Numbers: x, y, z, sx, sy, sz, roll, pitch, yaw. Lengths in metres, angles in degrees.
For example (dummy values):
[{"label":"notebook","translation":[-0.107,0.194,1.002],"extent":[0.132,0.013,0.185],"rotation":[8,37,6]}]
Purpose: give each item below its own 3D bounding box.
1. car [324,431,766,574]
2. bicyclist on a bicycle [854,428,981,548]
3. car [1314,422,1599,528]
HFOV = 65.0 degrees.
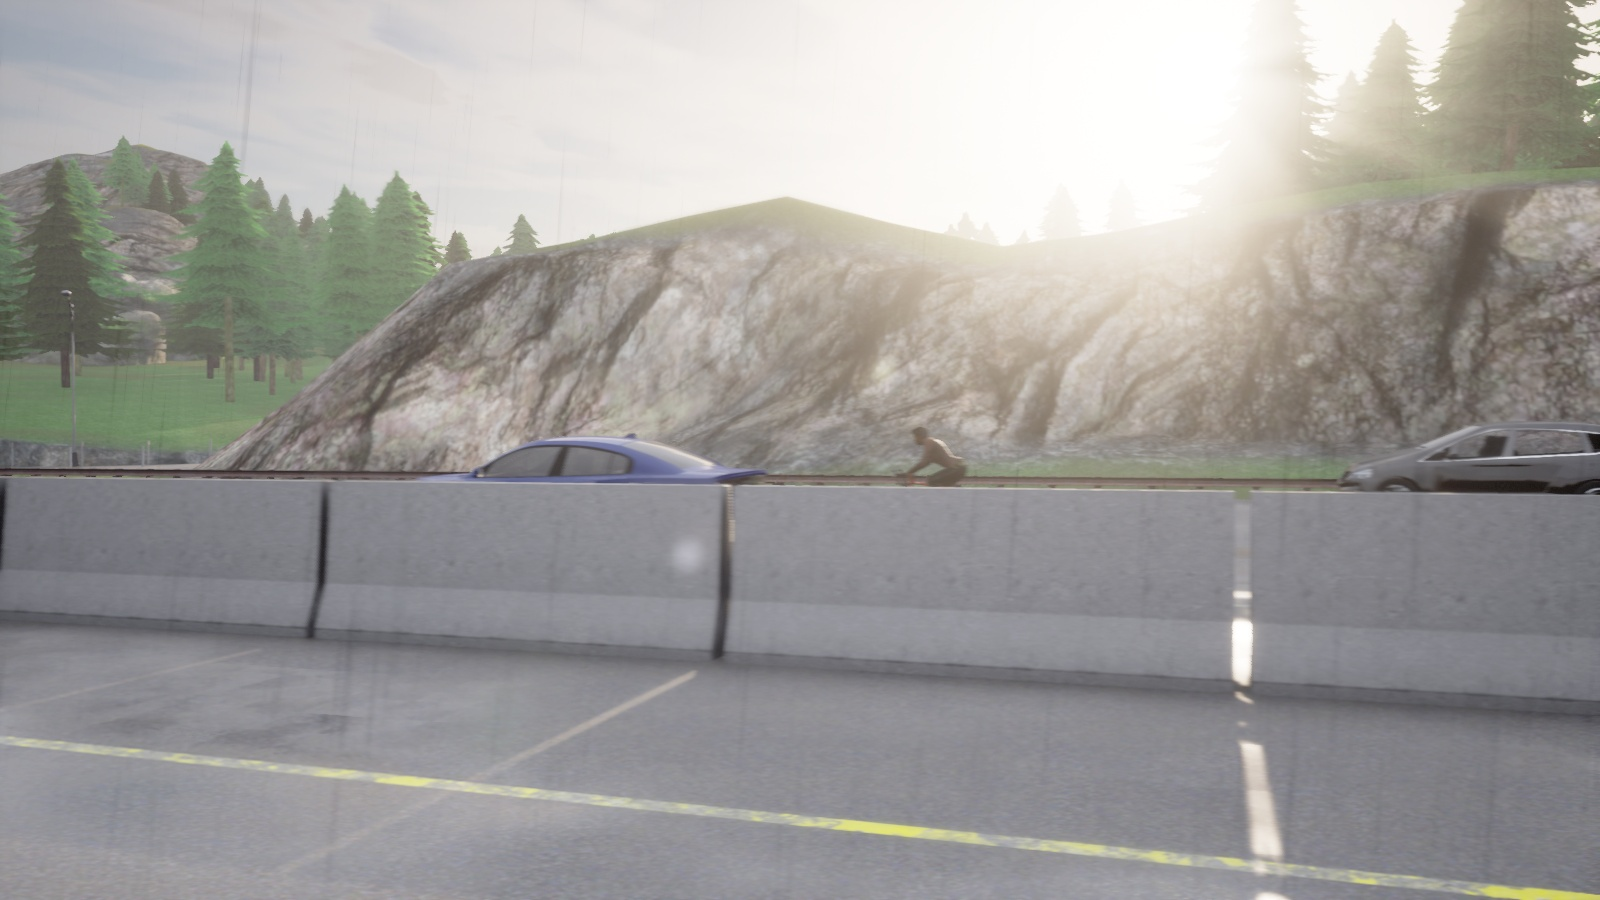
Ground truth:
[{"label":"car","translation":[-3.097,0.547,15.312],"extent":[5.008,1.535,1.882],"rotation":[1,1,19]},{"label":"bicyclist on a bicycle","translation":[1.630,0.506,17.414],"extent":[1.656,1.620,0.582],"rotation":[0,1,19]},{"label":"car","translation":[11.374,0.369,21.519],"extent":[4.611,1.667,2.242],"rotation":[1,1,19]}]
